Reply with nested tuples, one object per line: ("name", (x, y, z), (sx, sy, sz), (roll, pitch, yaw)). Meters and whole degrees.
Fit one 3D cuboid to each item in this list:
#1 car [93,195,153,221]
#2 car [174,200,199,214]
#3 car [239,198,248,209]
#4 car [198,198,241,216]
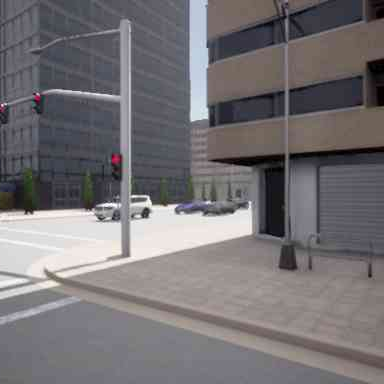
("car", (-5.783, 1.320, 28.564), (2.150, 2.045, 5.566), (0, 0, 36))
("car", (-0.035, 1.624, 36.441), (1.812, 1.442, 4.674), (0, 0, 36))
("car", (5.866, 1.602, 44.513), (1.837, 1.490, 4.892), (0, 0, 36))
("car", (2.889, 1.643, 34.182), (1.994, 1.385, 4.181), (0, 0, 36))
